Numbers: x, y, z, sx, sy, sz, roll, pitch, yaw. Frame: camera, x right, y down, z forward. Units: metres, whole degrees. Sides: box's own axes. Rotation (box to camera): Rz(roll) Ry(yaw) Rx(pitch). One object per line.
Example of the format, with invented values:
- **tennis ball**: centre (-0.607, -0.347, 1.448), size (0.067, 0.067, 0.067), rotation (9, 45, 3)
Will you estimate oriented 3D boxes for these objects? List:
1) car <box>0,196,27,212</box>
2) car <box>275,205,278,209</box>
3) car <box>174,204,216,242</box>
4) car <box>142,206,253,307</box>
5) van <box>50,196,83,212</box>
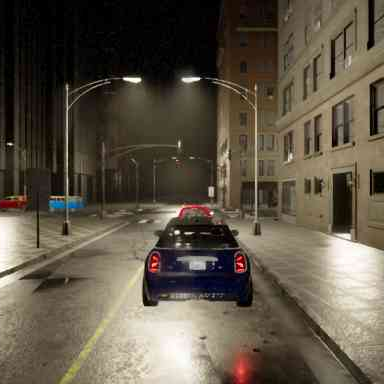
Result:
- **car**: centre (-20.292, 1.367, 38.207), size (5.009, 1.841, 2.192), rotation (0, 0, -1)
- **car**: centre (12.192, 1.533, 38.638), size (4.829, 1.417, 1.752), rotation (0, 0, -1)
- **car**: centre (0.132, 1.482, 17.434), size (1.882, 1.535, 5.008), rotation (0, 0, 0)
- **car**: centre (0.114, 1.353, 8.145), size (2.097, 1.767, 4.553), rotation (0, 0, 0)
- **van**: centre (-14.652, 1.394, 38.282), size (3.998, 1.788, 1.690), rotation (0, 0, -1)
